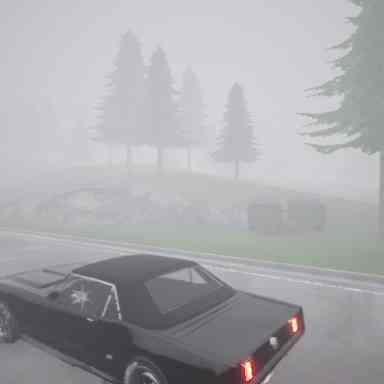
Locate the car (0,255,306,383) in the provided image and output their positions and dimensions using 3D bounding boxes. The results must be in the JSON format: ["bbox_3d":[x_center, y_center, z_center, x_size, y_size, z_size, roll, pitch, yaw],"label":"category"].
[{"bbox_3d":[-1.028,1.600,4.725,4.718,1.301,1.895,0,0,35],"label":"car"}]
